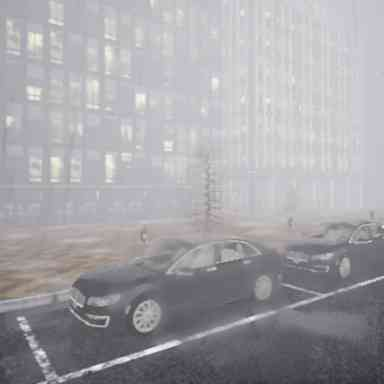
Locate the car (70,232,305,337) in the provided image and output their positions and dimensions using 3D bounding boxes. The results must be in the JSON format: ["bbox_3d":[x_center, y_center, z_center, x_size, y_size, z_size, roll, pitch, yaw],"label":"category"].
[{"bbox_3d":[-0.067,1.539,6.515,4.403,1.369,2.008,0,0,-36],"label":"car"}]

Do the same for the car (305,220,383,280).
[{"bbox_3d":[4.429,1.520,9.724,4.403,1.369,2.008,0,0,-36],"label":"car"}]
